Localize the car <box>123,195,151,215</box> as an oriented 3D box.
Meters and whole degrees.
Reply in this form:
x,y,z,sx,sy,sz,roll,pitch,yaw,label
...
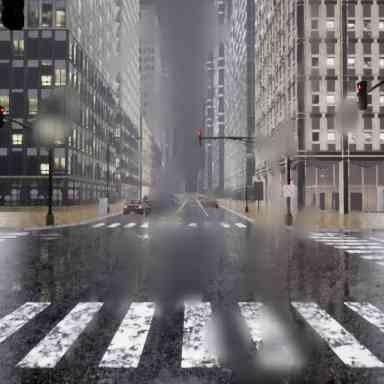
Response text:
x,y,z,sx,sy,sz,roll,pitch,yaw,label
-5.690,1.453,33.745,1.967,1.590,4.097,1,0,0,car

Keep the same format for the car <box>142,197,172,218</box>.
x,y,z,sx,sy,sz,roll,pitch,yaw,label
-3.115,1.516,30.429,1.837,1.490,4.892,0,0,0,car

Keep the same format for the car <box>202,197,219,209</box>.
x,y,z,sx,sy,sz,roll,pitch,yaw,label
2.681,1.599,44.962,1.802,1.307,4.206,1,0,0,car

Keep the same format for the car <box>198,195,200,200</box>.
x,y,z,sx,sy,sz,roll,pitch,yaw,label
2.674,1.590,61.695,1.947,1.339,4.313,1,0,0,car

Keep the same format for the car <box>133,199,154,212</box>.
x,y,z,sx,sy,sz,roll,pitch,yaw,label
-5.696,1.597,39.321,1.802,1.307,4.206,1,0,0,car

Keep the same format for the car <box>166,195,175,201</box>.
x,y,z,sx,sy,sz,roll,pitch,yaw,label
-5.720,1.587,89.497,2.008,1.369,4.403,1,0,0,car

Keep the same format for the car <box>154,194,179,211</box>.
x,y,z,sx,sy,sz,roll,pitch,yaw,label
-3.116,1.239,41.869,2.150,2.045,5.566,0,0,0,car

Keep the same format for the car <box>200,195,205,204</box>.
x,y,z,sx,sy,sz,roll,pitch,yaw,label
2.677,1.547,56.287,1.752,1.417,4.829,1,0,0,car

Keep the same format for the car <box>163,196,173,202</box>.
x,y,z,sx,sy,sz,roll,pitch,yaw,label
-5.714,1.581,78.347,2.008,1.369,4.403,1,0,0,car

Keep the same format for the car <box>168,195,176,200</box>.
x,y,z,sx,sy,sz,roll,pitch,yaw,label
-5.723,1.604,95.072,1.947,1.339,4.313,1,0,0,car

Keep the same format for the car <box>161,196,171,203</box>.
x,y,z,sx,sy,sz,roll,pitch,yaw,label
-5.712,1.573,72.771,1.887,1.381,4.507,1,0,0,car

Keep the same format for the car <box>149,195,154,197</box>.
x,y,z,sx,sy,sz,roll,pitch,yaw,label
-5.693,1.332,44.896,2.192,1.841,5.009,1,0,0,car
